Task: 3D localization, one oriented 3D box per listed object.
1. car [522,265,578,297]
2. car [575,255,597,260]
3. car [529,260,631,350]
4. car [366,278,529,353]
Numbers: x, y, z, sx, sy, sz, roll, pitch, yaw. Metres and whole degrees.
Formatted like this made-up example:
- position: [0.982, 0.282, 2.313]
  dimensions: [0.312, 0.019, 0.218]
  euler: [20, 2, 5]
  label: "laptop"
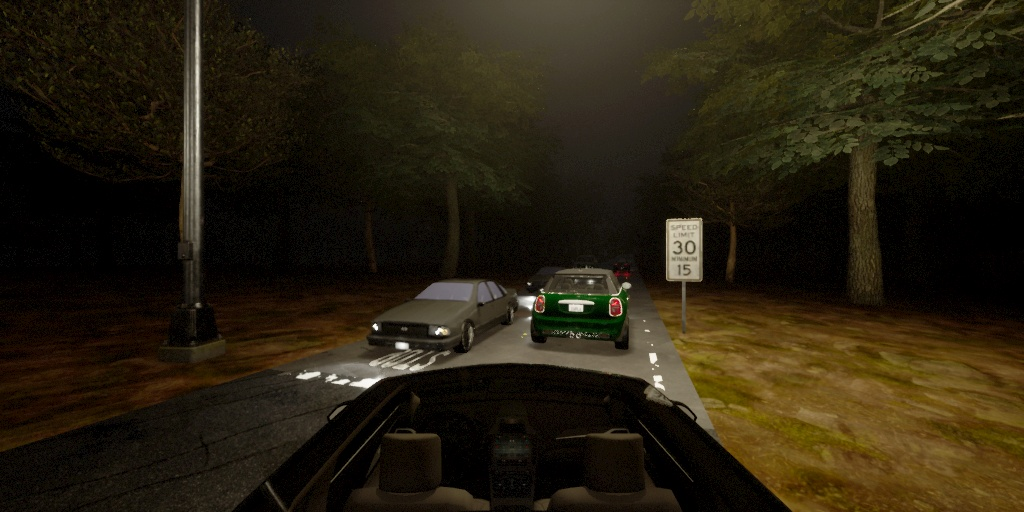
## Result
- position: [2.294, 1.298, 20.184]
  dimensions: [2.033, 1.411, 5.357]
  euler: [0, 0, 18]
  label: "car"
- position: [7.000, 0.943, 34.243]
  dimensions: [2.150, 2.045, 5.566]
  euler: [0, 0, 20]
  label: "car"
- position: [2.003, 1.103, 9.473]
  dimensions: [2.097, 1.767, 4.553]
  euler: [0, 0, 18]
  label: "car"
- position: [-1.291, 1.298, 9.273]
  dimensions: [2.033, 1.411, 5.357]
  euler: [0, 0, 17]
  label: "car"
